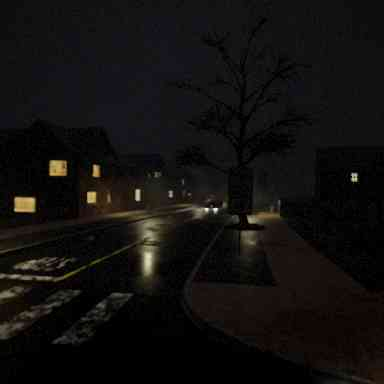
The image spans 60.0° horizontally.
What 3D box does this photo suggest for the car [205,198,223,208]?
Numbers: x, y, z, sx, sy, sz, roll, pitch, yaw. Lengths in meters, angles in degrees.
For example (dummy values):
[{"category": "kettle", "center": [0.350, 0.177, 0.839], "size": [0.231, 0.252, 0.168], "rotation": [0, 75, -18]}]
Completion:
[{"category": "car", "center": [3.325, 1.552, 48.101], "size": [2.033, 1.411, 5.357], "rotation": [1, 0, 14]}]
